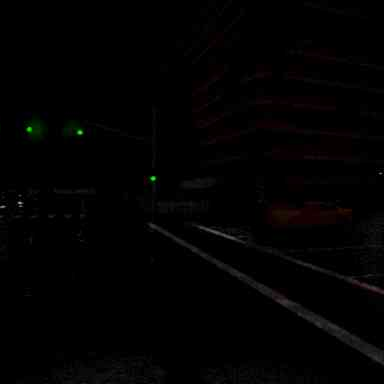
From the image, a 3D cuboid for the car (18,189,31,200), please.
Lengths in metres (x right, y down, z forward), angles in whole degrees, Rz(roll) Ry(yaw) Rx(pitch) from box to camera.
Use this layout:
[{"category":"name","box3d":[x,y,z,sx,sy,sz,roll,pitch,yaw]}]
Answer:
[{"category":"car","box3d":[-24.125,0.346,46.722,1.837,1.490,4.892,1,1,-12]}]

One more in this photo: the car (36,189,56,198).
[{"category":"car","box3d":[-24.841,0.235,56.621,1.994,1.385,4.181,1,1,1]}]

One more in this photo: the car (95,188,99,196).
[{"category":"car","box3d":[-18.199,-0.084,70.005,2.097,1.767,4.553,1,1,25]}]

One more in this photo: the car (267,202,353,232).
[{"category":"car","box3d":[6.615,1.307,18.727,5.008,1.535,1.882,1,1,-19]}]

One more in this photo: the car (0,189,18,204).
[{"category":"car","box3d":[-21.550,0.506,37.580,1.882,1.535,5.008,1,1,-18]}]
